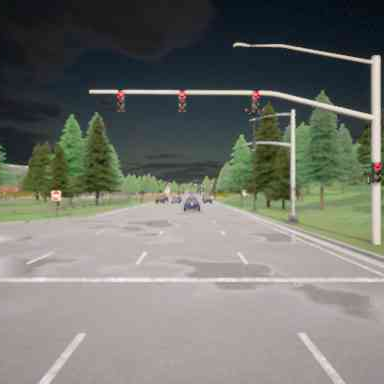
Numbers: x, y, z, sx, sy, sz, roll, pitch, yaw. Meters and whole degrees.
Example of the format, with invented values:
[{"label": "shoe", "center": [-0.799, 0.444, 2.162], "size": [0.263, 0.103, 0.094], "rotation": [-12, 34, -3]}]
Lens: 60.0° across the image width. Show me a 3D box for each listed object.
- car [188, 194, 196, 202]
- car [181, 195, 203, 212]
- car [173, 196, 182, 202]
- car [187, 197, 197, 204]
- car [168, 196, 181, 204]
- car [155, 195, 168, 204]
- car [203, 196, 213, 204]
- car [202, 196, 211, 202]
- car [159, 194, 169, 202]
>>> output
[{"label": "car", "center": [-0.002, 1.503, 83.289], "size": [2.097, 1.767, 4.553], "rotation": [0, 0, 0]}, {"label": "car", "center": [-0.001, 1.512, 42.255], "size": [2.097, 1.767, 4.553], "rotation": [0, 0, 0]}, {"label": "car", "center": [-3.502, 1.688, 83.318], "size": [2.033, 1.411, 5.357], "rotation": [0, 0, 0]}, {"label": "car", "center": [-0.001, 1.821, 73.281], "size": [1.994, 1.385, 4.181], "rotation": [0, 0, 0]}, {"label": "car", "center": [-3.501, 1.807, 72.897], "size": [2.033, 1.411, 5.357], "rotation": [0, 0, 0]}, {"label": "car", "center": [-7.001, 1.794, 73.314], "size": [1.812, 1.442, 4.674], "rotation": [0, 0, 0]}, {"label": "car", "center": [3.498, 1.865, 73.344], "size": [1.895, 1.301, 4.718], "rotation": [0, 0, 0]}, {"label": "car", "center": [3.498, 1.688, 83.318], "size": [2.033, 1.411, 5.357], "rotation": [0, 0, 0]}, {"label": "car", "center": [-7.002, 1.503, 83.289], "size": [2.097, 1.767, 4.553], "rotation": [0, 0, 0]}]
